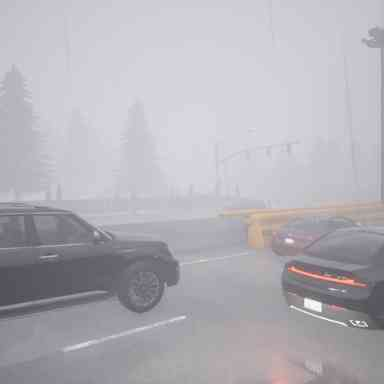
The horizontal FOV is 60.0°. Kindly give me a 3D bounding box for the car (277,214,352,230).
[{"bbox_3d":[4.619,1.441,11.331,4.181,1.385,1.994,-1,1,-35],"label":"car"}]

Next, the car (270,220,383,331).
[{"bbox_3d":[3.808,1.435,6.464,4.892,1.490,1.837,-1,1,-35],"label":"car"}]

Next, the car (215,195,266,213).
[{"bbox_3d":[4.183,1.225,28.363,4.902,1.511,2.128,-1,1,-35],"label":"car"}]

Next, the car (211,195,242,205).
[{"bbox_3d":[5.069,1.134,49.635,1.895,1.301,4.718,-1,1,-35],"label":"car"}]

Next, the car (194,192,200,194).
[{"bbox_3d":[1.048,0.834,76.665,2.128,1.511,4.902,-1,1,3],"label":"car"}]

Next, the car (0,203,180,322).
[{"bbox_3d":[-2.912,1.217,5.968,5.566,2.045,2.150,0,0,-36],"label":"car"}]
